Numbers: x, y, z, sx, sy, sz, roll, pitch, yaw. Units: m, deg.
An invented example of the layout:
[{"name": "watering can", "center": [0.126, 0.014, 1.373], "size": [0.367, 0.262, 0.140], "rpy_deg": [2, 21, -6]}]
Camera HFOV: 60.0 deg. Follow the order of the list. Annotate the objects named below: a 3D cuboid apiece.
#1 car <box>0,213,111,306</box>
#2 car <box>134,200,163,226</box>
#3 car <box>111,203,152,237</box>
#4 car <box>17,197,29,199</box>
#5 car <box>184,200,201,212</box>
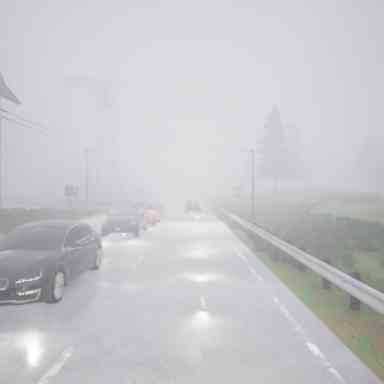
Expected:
[{"name": "car", "center": [-3.596, 1.514, 8.245], "size": [1.837, 1.490, 4.892], "rpy_deg": [0, 0, 0]}, {"name": "car", "center": [-3.492, 1.439, 23.623], "size": [2.097, 1.767, 4.553], "rpy_deg": [0, 0, 0]}, {"name": "car", "center": [-3.587, 1.544, 18.434], "size": [1.812, 1.442, 4.674], "rpy_deg": [0, 0, 0]}, {"name": "car", "center": [-32.275, 1.586, 63.489], "size": [1.784, 1.438, 3.905], "rpy_deg": [0, 0, 0]}, {"name": "car", "center": [0.107, 1.586, 39.082], "size": [2.033, 1.411, 5.357], "rpy_deg": [0, 0, 0]}]
